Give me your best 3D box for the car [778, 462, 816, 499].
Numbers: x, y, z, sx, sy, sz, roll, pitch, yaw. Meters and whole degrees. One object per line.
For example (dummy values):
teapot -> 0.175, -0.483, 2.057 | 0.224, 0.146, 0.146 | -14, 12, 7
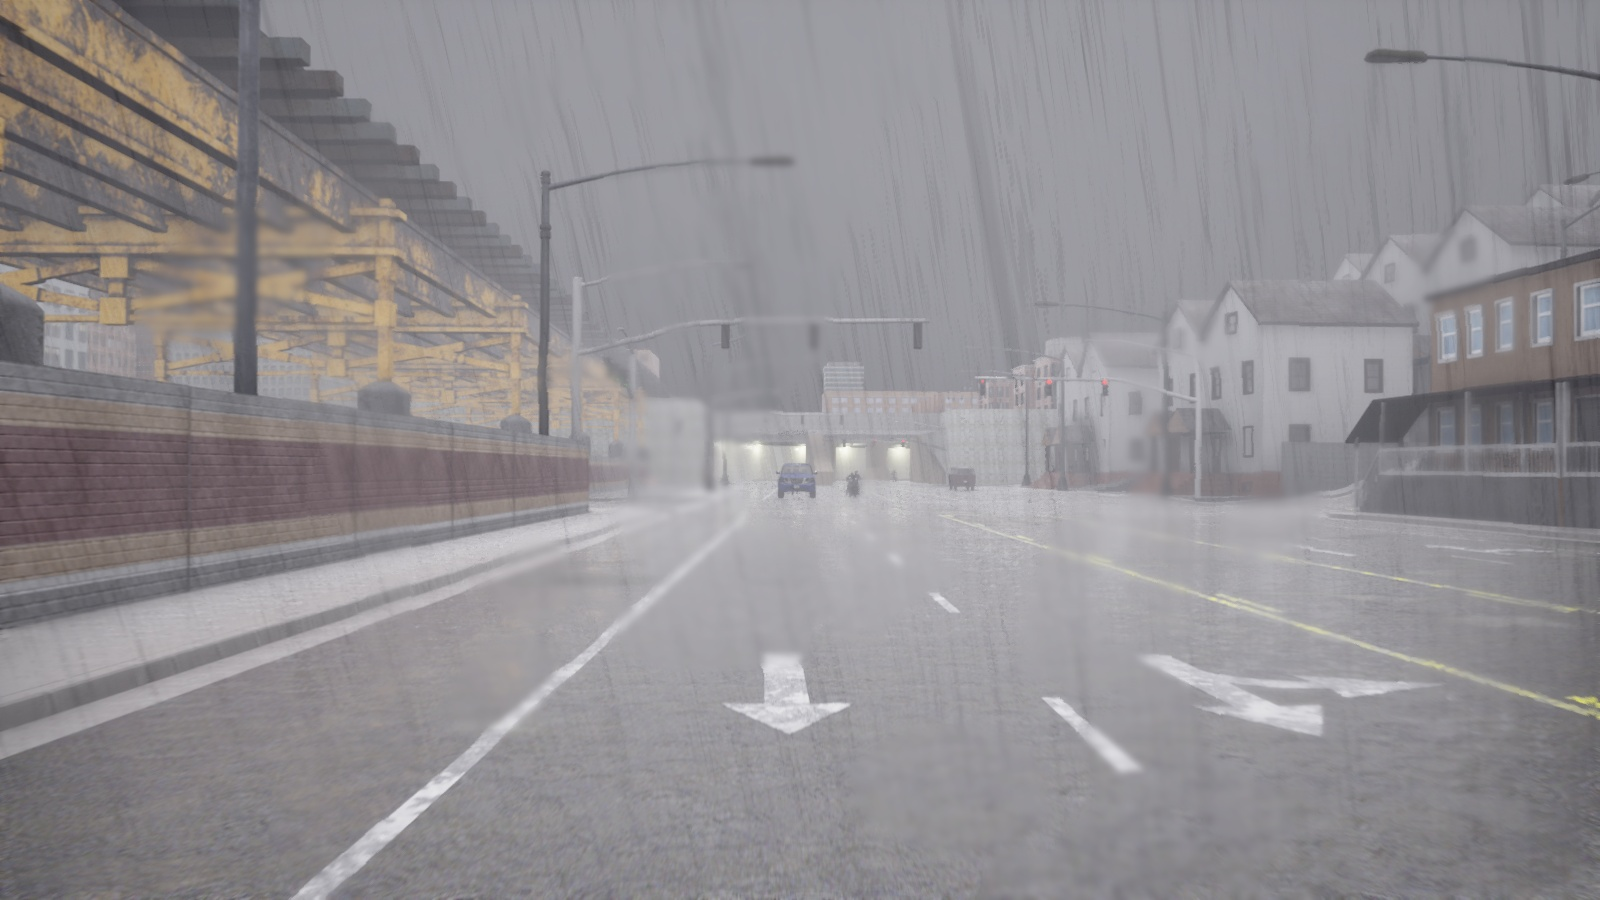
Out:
car -> -0.166, 1.775, 74.103 | 2.150, 2.045, 5.566 | 0, -1, 0
